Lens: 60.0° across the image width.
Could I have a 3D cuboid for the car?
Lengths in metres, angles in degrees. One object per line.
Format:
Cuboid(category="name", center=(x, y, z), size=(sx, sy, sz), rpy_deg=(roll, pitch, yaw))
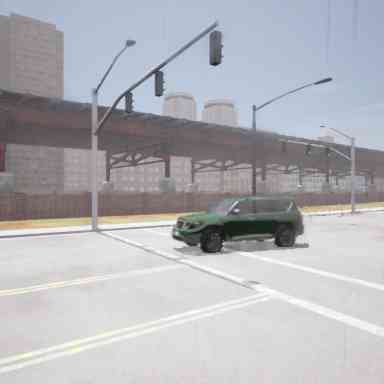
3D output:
Cuboid(category="car", center=(1.959, 1.221, 13.645), size=(5.566, 2.045, 2.150), rpy_deg=(0, -1, -23))
